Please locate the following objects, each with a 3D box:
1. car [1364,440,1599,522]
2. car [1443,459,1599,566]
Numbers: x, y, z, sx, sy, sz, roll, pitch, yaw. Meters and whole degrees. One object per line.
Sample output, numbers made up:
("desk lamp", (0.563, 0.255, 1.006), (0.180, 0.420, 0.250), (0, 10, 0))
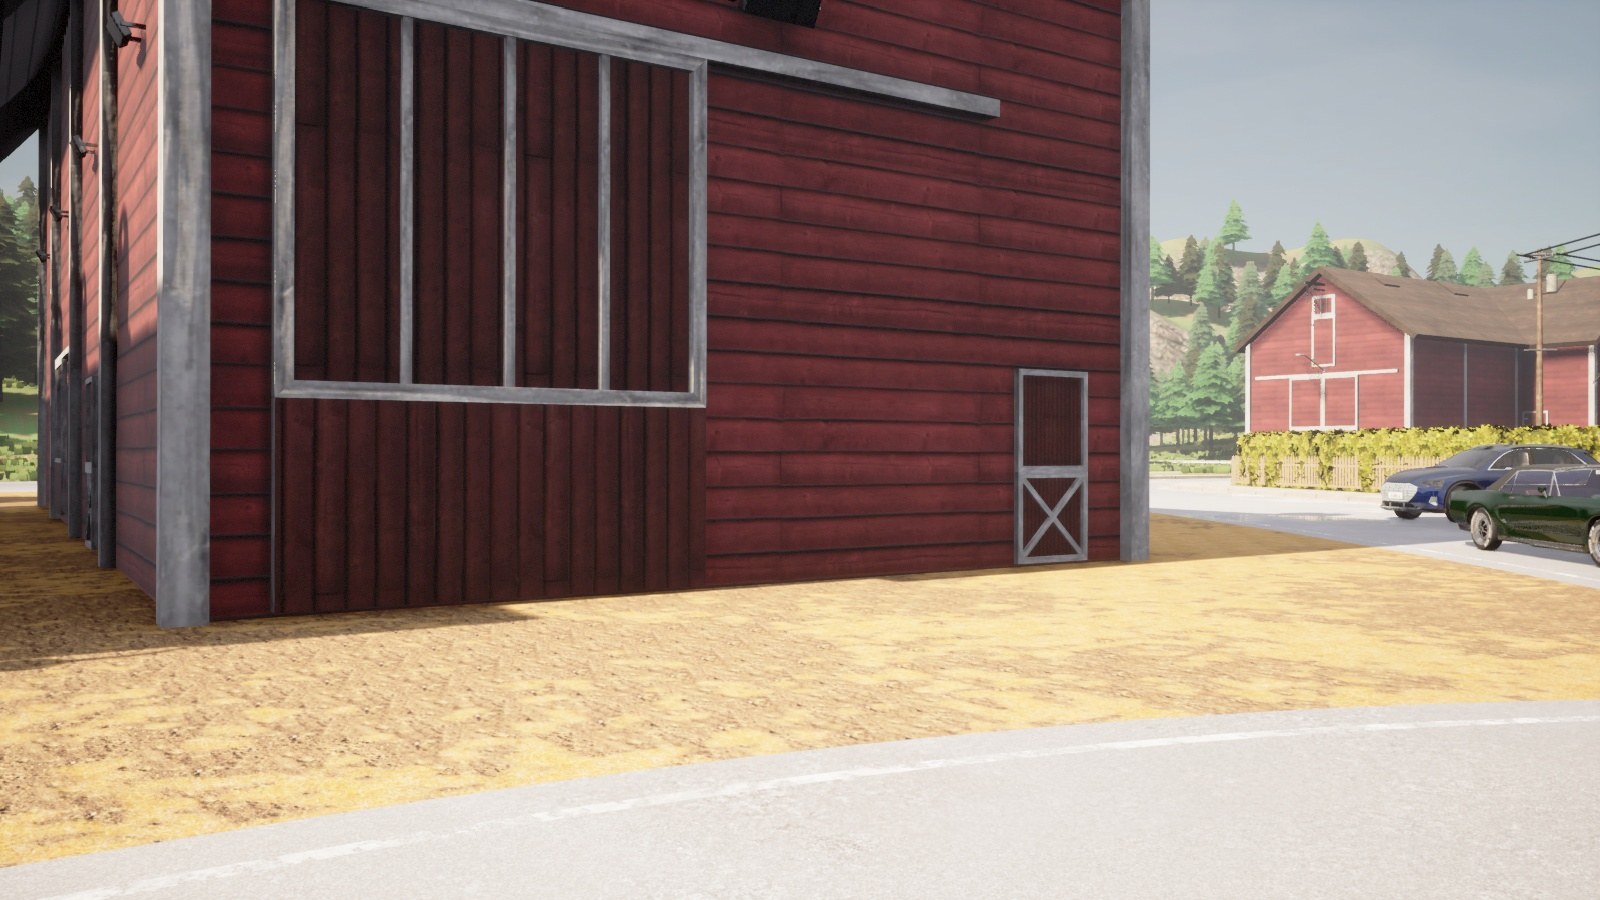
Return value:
("car", (14.830, 0.615, 26.729), (4.856, 1.649, 2.033), (0, 0, -11))
("car", (10.993, 0.804, 17.312), (1.895, 1.301, 4.718), (0, 0, 1))
